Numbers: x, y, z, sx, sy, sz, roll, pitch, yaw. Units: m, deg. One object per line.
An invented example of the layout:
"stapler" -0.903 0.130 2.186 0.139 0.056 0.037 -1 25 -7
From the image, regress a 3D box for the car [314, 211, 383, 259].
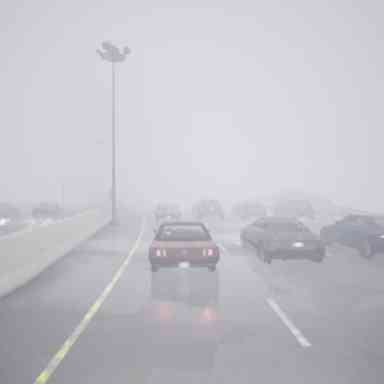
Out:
"car" 6.537 1.506 12.403 1.812 1.442 4.674 0 0 -4

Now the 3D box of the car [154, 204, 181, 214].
"car" -2.080 1.598 27.045 1.895 1.301 4.718 0 0 -9

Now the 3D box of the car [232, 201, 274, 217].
"car" 4.777 1.471 28.308 2.128 1.511 4.902 0 0 -9

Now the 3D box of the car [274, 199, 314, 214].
"car" 8.361 1.323 27.940 2.097 1.767 4.553 0 0 -8

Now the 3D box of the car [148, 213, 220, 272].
"car" -0.331 1.598 10.816 1.895 1.301 4.718 0 0 -4

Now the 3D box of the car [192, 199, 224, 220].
"car" 1.252 1.341 28.185 2.097 1.767 4.553 0 0 -9

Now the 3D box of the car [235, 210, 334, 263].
"car" 3.065 1.553 11.997 1.994 1.385 4.181 0 0 -4
